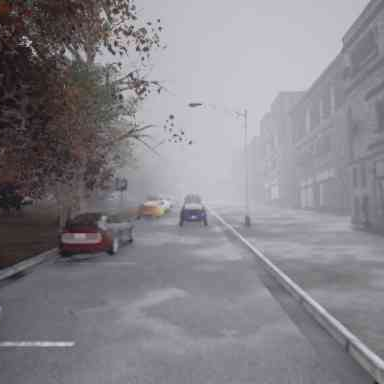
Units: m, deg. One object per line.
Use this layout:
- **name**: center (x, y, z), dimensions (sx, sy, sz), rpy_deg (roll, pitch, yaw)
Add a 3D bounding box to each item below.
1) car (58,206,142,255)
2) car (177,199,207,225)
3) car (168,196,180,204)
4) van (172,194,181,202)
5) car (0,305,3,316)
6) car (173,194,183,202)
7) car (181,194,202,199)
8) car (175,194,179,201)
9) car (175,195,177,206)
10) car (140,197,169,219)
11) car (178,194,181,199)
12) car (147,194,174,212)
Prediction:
- **car**: center (-3.650, 1.538, 13.428), dimensions (2.163, 1.488, 4.792), rpy_deg (0, 0, 2)
- **car**: center (0.104, 1.524, 24.615), dimensions (1.882, 1.535, 5.008), rpy_deg (0, 0, 0)
- **car**: center (-3.646, 1.649, 69.102), dimensions (2.002, 1.452, 4.674), rpy_deg (0, 0, 2)
- **van**: center (-3.641, 1.410, 80.363), dimensions (1.878, 1.987, 4.442), rpy_deg (0, 0, 2)
- **car**: center (-3.645, 1.483, 2.442), dimensions (1.946, 1.575, 5.366), rpy_deg (0, 0, 2)
- **car**: center (-3.646, 1.523, 85.785), dimensions (2.185, 1.767, 4.553), rpy_deg (0, 0, 2)
- **car**: center (0.102, 1.295, 42.586), dimensions (2.150, 2.045, 5.566), rpy_deg (0, 0, 0)
- **car**: center (-3.648, 1.570, 52.387), dimensions (2.097, 1.535, 5.008), rpy_deg (0, 0, 2)
- **car**: center (-3.641, 1.556, 47.008), dimensions (1.946, 1.575, 5.366), rpy_deg (0, 0, 2)
- **car**: center (-3.650, 1.533, 30.107), dimensions (2.097, 1.535, 5.008), rpy_deg (0, 0, 2)
- **car**: center (-3.648, 1.470, 63.503), dimensions (2.185, 1.767, 4.553), rpy_deg (0, 0, 2)
- **car**: center (-3.649, 1.289, 35.712), dimensions (2.435, 2.045, 5.566), rpy_deg (0, 0, 2)
